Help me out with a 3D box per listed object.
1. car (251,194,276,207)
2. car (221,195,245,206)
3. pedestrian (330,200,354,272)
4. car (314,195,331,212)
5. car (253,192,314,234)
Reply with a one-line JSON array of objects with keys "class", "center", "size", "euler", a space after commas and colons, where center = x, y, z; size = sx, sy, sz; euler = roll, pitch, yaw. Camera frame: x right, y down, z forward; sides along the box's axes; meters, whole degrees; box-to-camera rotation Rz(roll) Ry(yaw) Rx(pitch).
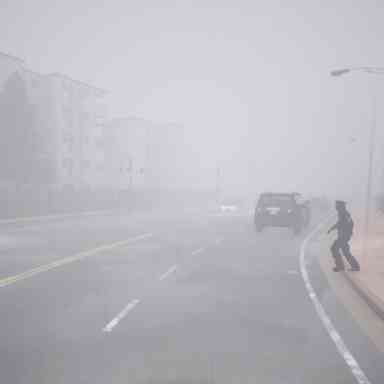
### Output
[{"class": "car", "center": [9.092, 0.978, 41.863], "size": [1.837, 1.490, 4.892], "euler": [0, 0, 28]}, {"class": "car", "center": [5.162, 1.032, 41.891], "size": [1.994, 1.385, 4.181], "euler": [0, 1, 27]}, {"class": "pedestrian", "center": [3.736, 1.081, 8.310], "size": [0.375, 1.860, 0.375], "euler": [0, 1, 15]}, {"class": "car", "center": [12.563, 1.077, 32.911], "size": [2.128, 1.511, 4.902], "euler": [0, 1, 27]}, {"class": "car", "center": [4.952, 0.998, 17.884], "size": [2.150, 2.045, 5.566], "euler": [0, 1, 26]}]
